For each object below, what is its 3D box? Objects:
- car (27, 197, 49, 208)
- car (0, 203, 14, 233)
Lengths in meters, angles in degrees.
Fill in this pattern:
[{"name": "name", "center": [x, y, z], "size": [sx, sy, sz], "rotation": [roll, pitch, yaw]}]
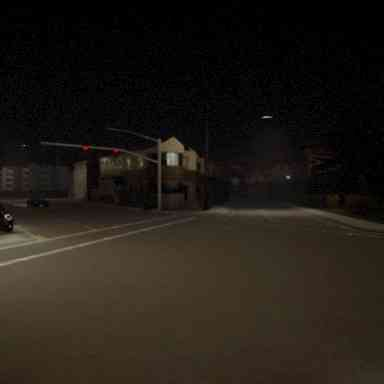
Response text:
[{"name": "car", "center": [-19.804, 1.312, 42.588], "size": [1.895, 1.301, 4.718], "rotation": [0, 1, -36]}, {"name": "car", "center": [-11.580, 1.346, 18.926], "size": [2.097, 1.767, 4.553], "rotation": [0, 0, -36]}]
